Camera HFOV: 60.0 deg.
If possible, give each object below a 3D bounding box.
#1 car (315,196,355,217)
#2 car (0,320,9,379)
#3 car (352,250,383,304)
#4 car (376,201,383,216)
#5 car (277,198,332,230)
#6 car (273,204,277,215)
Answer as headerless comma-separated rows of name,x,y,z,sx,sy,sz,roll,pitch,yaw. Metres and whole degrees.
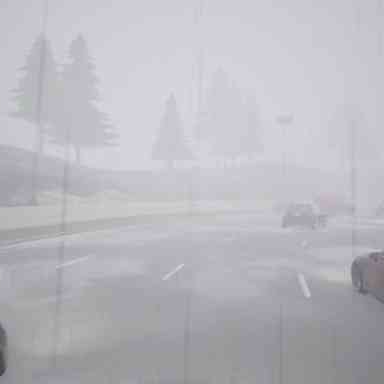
car,14.859,1.497,34.948,5.566,2.045,2.150,1,0,-37
car,-3.067,1.479,1.821,1.837,1.490,4.892,0,0,3
car,4.388,1.592,5.908,1.812,1.442,4.674,0,0,9
car,21.512,1.698,35.039,4.553,1.767,2.097,1,0,-31
car,7.743,1.510,22.548,2.097,1.767,4.553,1,0,33
car,10.850,1.730,36.457,4.902,1.511,2.128,1,0,-40
